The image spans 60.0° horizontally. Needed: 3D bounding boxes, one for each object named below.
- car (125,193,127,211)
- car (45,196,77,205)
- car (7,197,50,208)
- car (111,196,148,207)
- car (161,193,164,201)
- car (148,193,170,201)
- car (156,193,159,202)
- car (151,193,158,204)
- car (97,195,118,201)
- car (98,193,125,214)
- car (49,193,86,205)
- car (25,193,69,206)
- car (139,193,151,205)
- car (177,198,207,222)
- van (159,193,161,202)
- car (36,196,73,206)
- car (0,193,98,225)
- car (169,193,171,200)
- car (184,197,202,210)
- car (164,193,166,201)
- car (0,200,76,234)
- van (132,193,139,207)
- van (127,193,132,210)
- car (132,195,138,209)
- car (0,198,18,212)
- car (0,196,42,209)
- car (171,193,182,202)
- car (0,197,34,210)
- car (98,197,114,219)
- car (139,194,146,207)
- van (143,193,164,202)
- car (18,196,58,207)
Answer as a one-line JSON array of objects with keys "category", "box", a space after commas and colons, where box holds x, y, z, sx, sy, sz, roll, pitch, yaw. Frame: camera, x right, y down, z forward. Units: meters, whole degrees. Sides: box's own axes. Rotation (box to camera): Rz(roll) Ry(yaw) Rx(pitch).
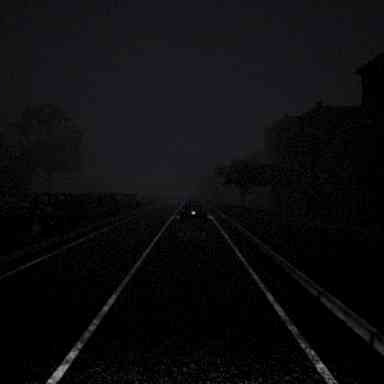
[{"category": "car", "box": [-8.806, 1.199, 30.864, 4.553, 1.767, 2.185, 0, 0, 0]}, {"category": "car", "box": [-21.939, 1.423, 55.748, 4.674, 1.452, 2.002, 0, 0, 0]}, {"category": "car", "box": [-21.899, 1.381, 44.733, 4.792, 1.488, 2.163, 0, 0, 0]}, {"category": "car", "box": [-8.848, 1.357, 47.689, 4.892, 1.521, 2.231, 0, 0, 0]}, {"category": "car", "box": [-8.849, 1.481, 70.108, 4.792, 1.488, 2.163, 0, 0, 0]}, {"category": "car", "box": [-8.871, 1.300, 89.732, 5.566, 2.045, 2.435, 0, 0, 0]}, {"category": "car", "box": [-9.051, 1.392, 58.894, 5.366, 1.575, 1.946, 0, 0, 0]}, {"category": "car", "box": [-8.857, 1.382, 56.095, 5.008, 1.535, 2.097, 0, 0, 0]}, {"category": "car", "box": [-21.982, 1.538, 86.541, 4.892, 1.521, 2.231, 0, 0, 0]}, {"category": "car", "box": [-8.866, 1.071, 28.063, 5.566, 2.045, 2.435, 0, 0, 0]}, {"category": "car", "box": [-21.915, 1.144, 58.657, 5.566, 2.045, 2.435, 0, 0, 0]}, {"category": "car", "box": [-21.907, 1.113, 50.302, 5.566, 2.045, 2.435, 0, 0, 0]}, {"category": "car", "box": [-8.878, 1.099, 44.882, 5.566, 2.045, 2.435, 0, 0, 0]}, {"category": "car", "box": [0.105, 1.413, 24.811, 1.994, 1.385, 4.181, 0, 0, 0]}, {"category": "van", "box": [-8.755, 1.198, 64.502, 4.442, 1.987, 1.878, 0, 0, 0]}, {"category": "car", "box": [-21.933, 1.373, 53.088, 5.008, 1.535, 2.097, 0, 0, 0]}, {"category": "car", "box": [-8.870, 1.080, 19.653, 5.566, 2.045, 2.435, 0, 0, 0]}, {"category": "car", "box": [-8.868, 1.286, 86.928, 5.566, 2.045, 2.435, 0, 0, 0]}, {"category": "car", "box": [0.110, 1.424, 41.629, 2.033, 1.411, 5.357, 0, 0, 0]}, {"category": "car", "box": [-8.876, 1.466, 72.911, 5.008, 1.535, 2.097, 0, 0, 0]}, {"category": "car", "box": [-8.838, 1.343, 16.853, 4.892, 1.521, 2.231, 0, 0, 0]}, {"category": "van", "box": [-8.960, 1.114, 39.275, 4.442, 1.987, 1.878, 0, 0, 0]}, {"category": "van", "box": [-8.723, 1.104, 33.668, 4.442, 1.987, 1.878, 0, 0, 0]}, {"category": "car", "box": [-8.835, 1.336, 36.472, 4.892, 1.521, 2.231, 0, 0, 0]}, {"category": "car", "box": [-21.918, 1.376, 36.376, 4.674, 1.452, 2.002, 0, 0, 0]}, {"category": "car", "box": [-21.920, 1.346, 41.948, 5.008, 1.535, 2.097, 0, 0, 0]}, {"category": "car", "box": [-3.233, 1.417, 76.182, 1.882, 1.535, 5.008, 0, 0, 0]}, {"category": "car", "box": [-21.737, 1.338, 39.162, 5.366, 1.575, 1.946, 0, 0, 0]}, {"category": "car", "box": [-8.845, 1.322, 25.258, 4.892, 1.521, 2.231, 0, 0, 0]}, {"category": "car", "box": [-8.841, 1.345, 42.078, 5.008, 1.535, 2.097, 0, 0, 0]}, {"category": "van", "box": [-8.768, 1.254, 75.715, 4.442, 1.987, 1.878, 0, 0, 0]}, {"category": "car", "box": [-21.961, 1.386, 47.518, 4.792, 1.488, 2.163, 0, 0, 0]}]
